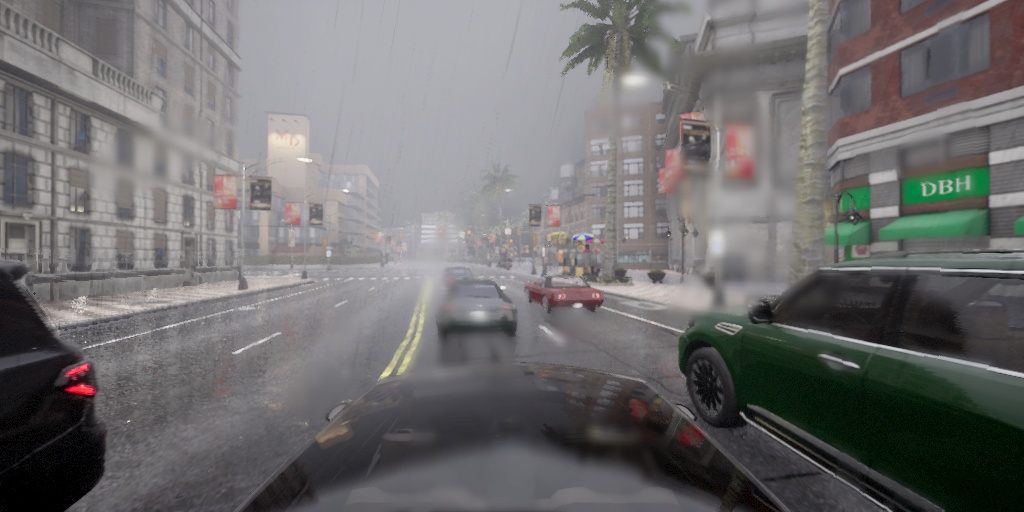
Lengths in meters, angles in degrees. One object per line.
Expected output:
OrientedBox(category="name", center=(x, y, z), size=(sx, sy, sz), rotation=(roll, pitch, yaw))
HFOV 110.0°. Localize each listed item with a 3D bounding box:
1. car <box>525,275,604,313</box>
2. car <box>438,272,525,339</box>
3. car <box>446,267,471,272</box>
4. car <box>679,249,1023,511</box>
OrientedBox(category="car", center=(1.829, 1.396, 14.284), size=(1.895, 1.301, 4.718), rotation=(0, 0, -11))
OrientedBox(category="car", center=(-1.060, 1.347, 10.294), size=(1.994, 1.385, 4.181), rotation=(0, 0, -9))
OrientedBox(category="car", center=(-3.279, 1.375, 22.085), size=(2.033, 1.411, 5.357), rotation=(0, 0, -12))
OrientedBox(category="car", center=(3.423, 0.974, 2.543), size=(2.150, 2.045, 5.566), rotation=(0, 0, -2))
